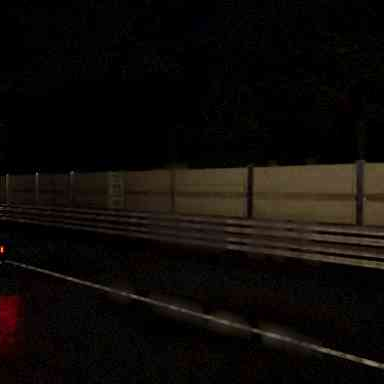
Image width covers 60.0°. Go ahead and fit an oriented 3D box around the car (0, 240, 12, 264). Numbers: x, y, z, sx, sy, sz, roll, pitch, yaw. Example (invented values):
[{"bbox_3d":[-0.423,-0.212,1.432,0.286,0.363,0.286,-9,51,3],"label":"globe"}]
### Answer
[{"bbox_3d":[-7.160,1.461,8.718,4.718,1.301,1.895,1,0,23],"label":"car"}]
